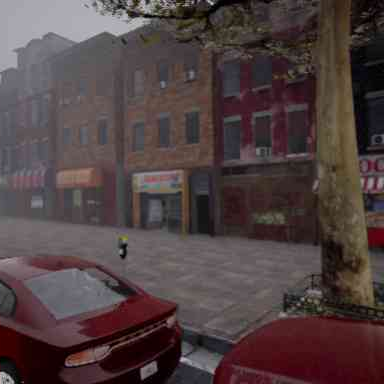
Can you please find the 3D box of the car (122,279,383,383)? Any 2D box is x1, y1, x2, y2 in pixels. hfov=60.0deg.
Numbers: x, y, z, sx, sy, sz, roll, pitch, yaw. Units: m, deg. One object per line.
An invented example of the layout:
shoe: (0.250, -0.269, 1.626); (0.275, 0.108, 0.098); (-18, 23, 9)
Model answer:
car: (2.310, 1.324, 1.196); (5.009, 1.841, 2.192); (0, -1, 36)

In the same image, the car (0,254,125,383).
car: (-2.216, 1.514, 4.423); (4.507, 1.381, 1.887); (1, -1, 36)
